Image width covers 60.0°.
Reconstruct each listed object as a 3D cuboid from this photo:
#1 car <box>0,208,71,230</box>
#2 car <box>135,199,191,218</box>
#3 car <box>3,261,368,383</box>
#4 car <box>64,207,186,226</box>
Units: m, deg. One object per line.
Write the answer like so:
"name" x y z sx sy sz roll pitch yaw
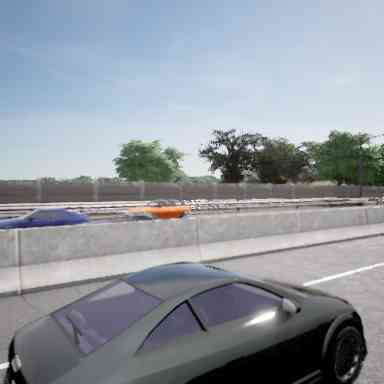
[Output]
"car" -7.256 1.509 16.014 4.674 1.442 1.812 0 0 -35
"car" -2.356 1.304 23.806 4.553 1.767 2.097 0 0 -35
"car" 0.194 1.552 3.884 4.181 1.385 1.994 0 0 -36
"car" -2.890 1.571 14.837 4.718 1.301 1.895 0 0 -35
